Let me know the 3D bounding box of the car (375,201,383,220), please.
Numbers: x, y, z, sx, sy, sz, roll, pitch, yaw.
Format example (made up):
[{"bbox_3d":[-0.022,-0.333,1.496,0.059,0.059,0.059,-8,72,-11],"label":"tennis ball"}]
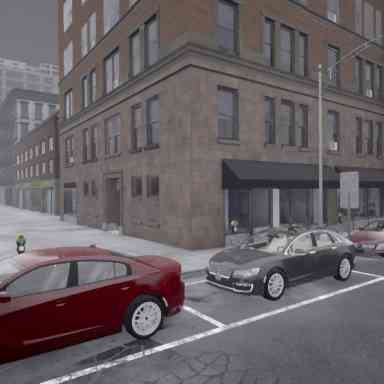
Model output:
[{"bbox_3d":[17.823,1.570,26.856,2.128,1.511,4.902,-1,0,-36],"label":"car"}]

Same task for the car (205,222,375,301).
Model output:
[{"bbox_3d":[2.319,1.550,8.208,4.403,1.369,2.008,0,-1,-36],"label":"car"}]

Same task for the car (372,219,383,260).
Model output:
[{"bbox_3d":[6.859,1.581,11.458,4.206,1.307,1.802,0,-1,-36],"label":"car"}]

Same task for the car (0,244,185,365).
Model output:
[{"bbox_3d":[-2.221,1.544,4.958,4.507,1.381,1.887,0,-1,-36],"label":"car"}]
